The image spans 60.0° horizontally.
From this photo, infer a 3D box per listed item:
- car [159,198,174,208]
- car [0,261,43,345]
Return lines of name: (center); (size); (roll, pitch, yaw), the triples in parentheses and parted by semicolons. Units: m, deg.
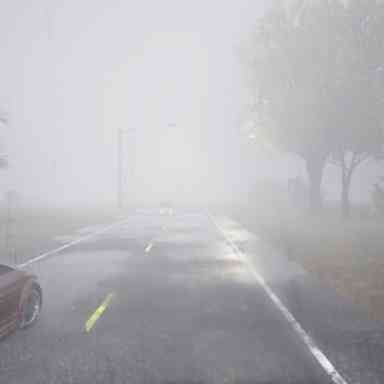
car: (-3.549, 1.569, 47.412); (1.994, 1.385, 4.181); (0, 0, 0)
car: (-3.597, 1.569, 4.121); (1.994, 1.385, 4.181); (0, 0, 0)
